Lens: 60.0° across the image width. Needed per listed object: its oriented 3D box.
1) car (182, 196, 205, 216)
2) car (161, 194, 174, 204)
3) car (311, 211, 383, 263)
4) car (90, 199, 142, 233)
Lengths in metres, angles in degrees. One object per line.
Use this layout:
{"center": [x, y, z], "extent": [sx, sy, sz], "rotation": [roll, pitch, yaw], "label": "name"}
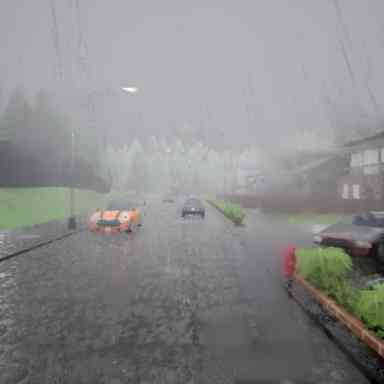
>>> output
{"center": [0.107, 1.371, 29.688], "extent": [1.994, 1.385, 4.181], "rotation": [0, 0, 0], "label": "car"}
{"center": [-4.005, 1.143, 55.943], "extent": [1.837, 1.490, 4.892], "rotation": [0, 1, 1], "label": "car"}
{"center": [6.313, 1.381, 11.536], "extent": [5.357, 1.415, 2.033], "rotation": [0, 0, -40], "label": "car"}
{"center": [-4.094, 1.231, 18.487], "extent": [2.097, 1.767, 4.553], "rotation": [0, 1, 0], "label": "car"}
